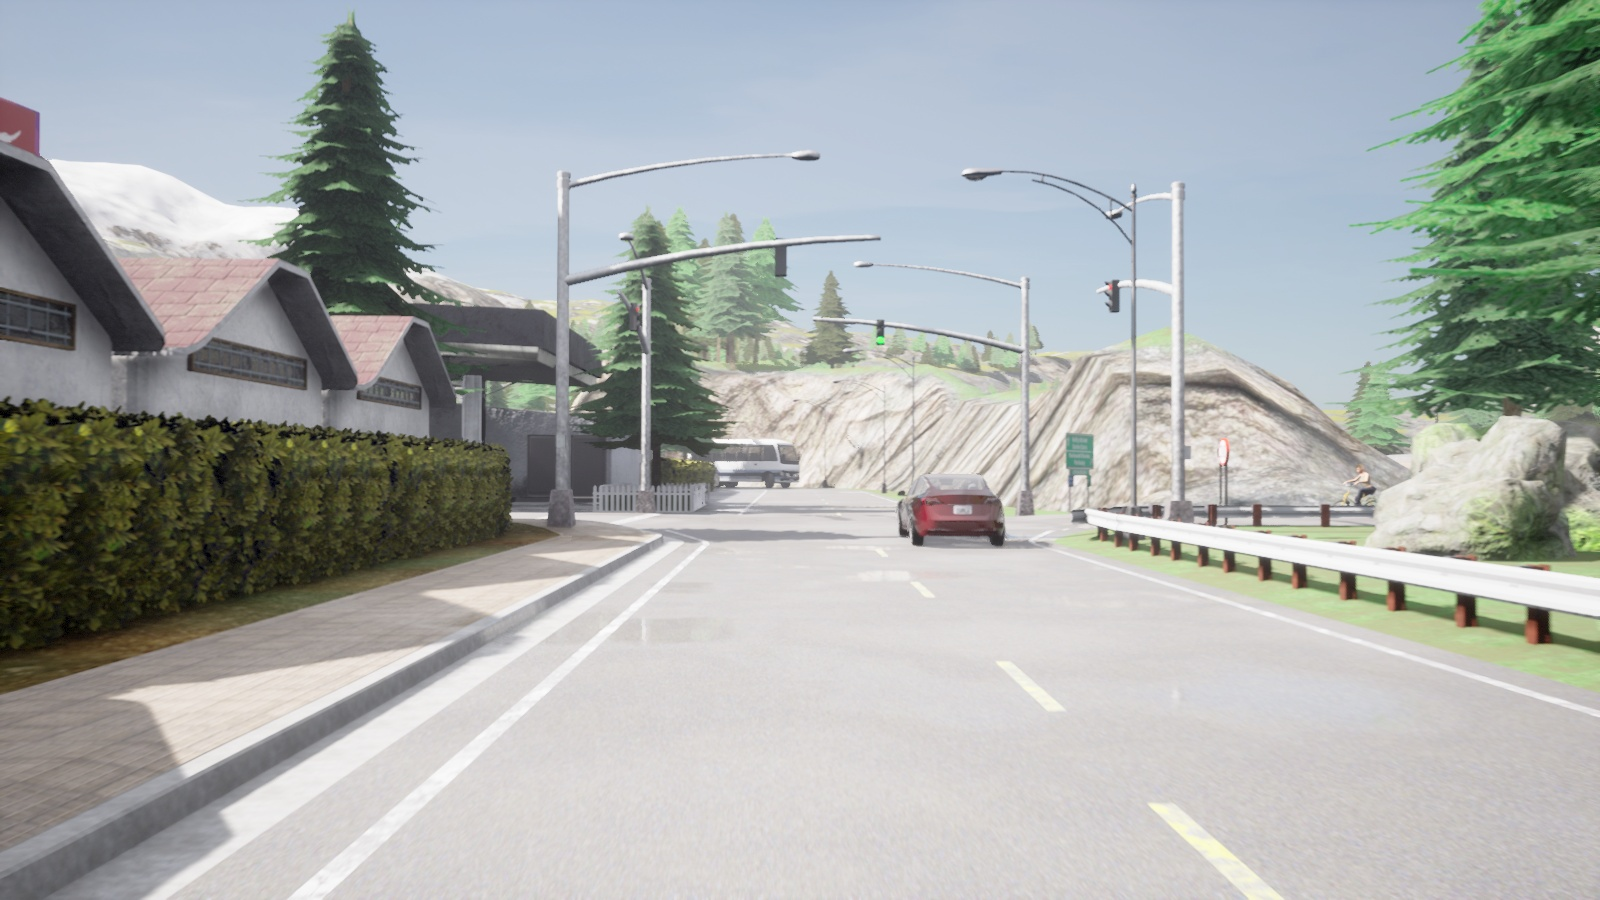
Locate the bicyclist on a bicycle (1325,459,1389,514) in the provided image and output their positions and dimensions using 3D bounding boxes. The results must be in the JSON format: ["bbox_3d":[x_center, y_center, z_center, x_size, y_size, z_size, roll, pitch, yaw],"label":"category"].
[{"bbox_3d":[16.766,1.090,37.806,1.509,1.612,0.866,0,-1,-1],"label":"bicyclist on a bicycle"}]

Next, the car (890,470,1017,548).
[{"bbox_3d":[3.271,1.230,27.743,2.163,1.488,4.792,0,0,0],"label":"car"}]
